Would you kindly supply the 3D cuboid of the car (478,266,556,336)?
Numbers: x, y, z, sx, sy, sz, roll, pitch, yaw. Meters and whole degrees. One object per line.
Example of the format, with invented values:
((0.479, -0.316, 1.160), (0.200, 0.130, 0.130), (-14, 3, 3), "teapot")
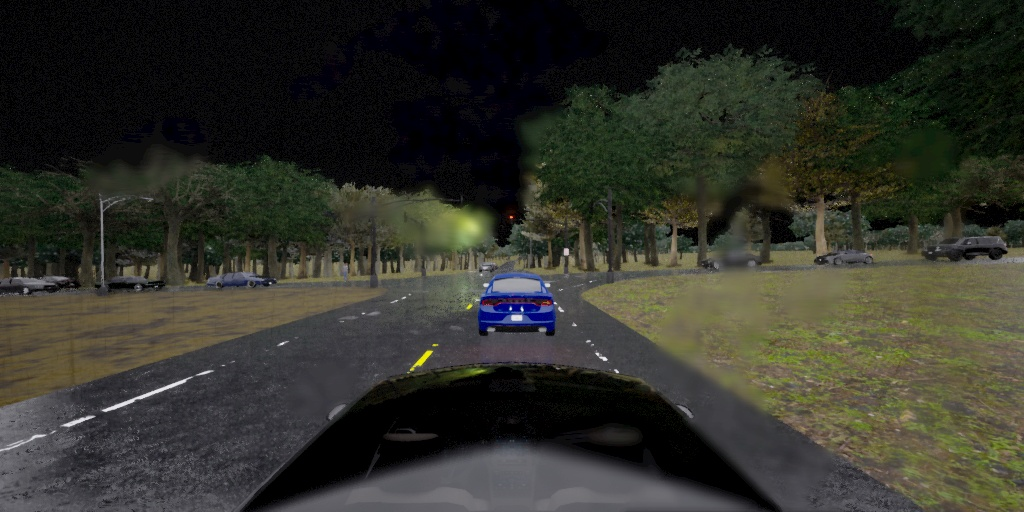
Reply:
((0.140, 1.233, 10.486), (1.882, 1.535, 5.008), (0, 0, 1), "car")

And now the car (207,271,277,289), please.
((-23.429, 2.047, 31.117), (5.357, 1.411, 2.033), (-2, -1, 6), "car")

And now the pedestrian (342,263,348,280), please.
((-17.865, 1.680, 38.444), (0.375, 1.860, 0.375), (0, 1, 3), "pedestrian")

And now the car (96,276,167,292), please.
((-33.351, 2.437, 31.549), (4.718, 1.301, 1.895), (-2, -1, 3), "car")

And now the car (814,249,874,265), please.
((29.956, 0.100, 32.459), (4.181, 1.385, 1.994), (-2, -1, 2), "car")

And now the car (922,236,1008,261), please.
((40.324, -0.639, 32.007), (5.566, 2.045, 2.150), (-2, -1, 2), "car")

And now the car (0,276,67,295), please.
((-43.515, 2.671, 32.032), (4.892, 1.490, 1.837), (-2, -1, 3), "car")

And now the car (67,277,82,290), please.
((-46.211, 2.767, 35.850), (5.008, 1.535, 1.882), (-2, -1, 3), "car")

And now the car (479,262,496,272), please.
((-3.873, 1.677, 53.603), (2.128, 1.511, 4.902), (0, -1, -1), "car")

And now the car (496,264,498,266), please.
((-4.001, 1.844, 62.989), (2.128, 1.511, 4.902), (0, -1, -1), "car")

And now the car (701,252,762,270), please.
((20.043, 0.404, 32.884), (5.008, 1.535, 1.882), (-2, -1, 2), "car")
